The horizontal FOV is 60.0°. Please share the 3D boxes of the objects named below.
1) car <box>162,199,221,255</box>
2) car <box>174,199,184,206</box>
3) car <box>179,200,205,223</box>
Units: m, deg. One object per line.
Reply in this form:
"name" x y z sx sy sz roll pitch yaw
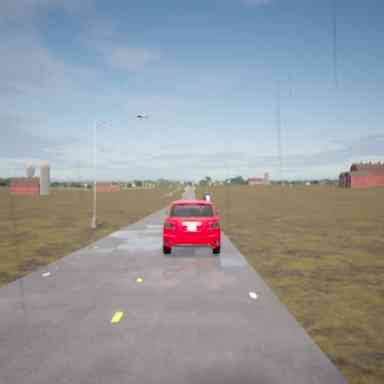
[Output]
"car" -0.005 1.347 14.042 2.150 2.045 5.566 0 0 0
"car" -2.781 2.201 71.025 1.994 1.385 4.181 0 -1 0
"car" -0.010 1.618 29.066 2.097 1.767 4.553 0 -1 0
